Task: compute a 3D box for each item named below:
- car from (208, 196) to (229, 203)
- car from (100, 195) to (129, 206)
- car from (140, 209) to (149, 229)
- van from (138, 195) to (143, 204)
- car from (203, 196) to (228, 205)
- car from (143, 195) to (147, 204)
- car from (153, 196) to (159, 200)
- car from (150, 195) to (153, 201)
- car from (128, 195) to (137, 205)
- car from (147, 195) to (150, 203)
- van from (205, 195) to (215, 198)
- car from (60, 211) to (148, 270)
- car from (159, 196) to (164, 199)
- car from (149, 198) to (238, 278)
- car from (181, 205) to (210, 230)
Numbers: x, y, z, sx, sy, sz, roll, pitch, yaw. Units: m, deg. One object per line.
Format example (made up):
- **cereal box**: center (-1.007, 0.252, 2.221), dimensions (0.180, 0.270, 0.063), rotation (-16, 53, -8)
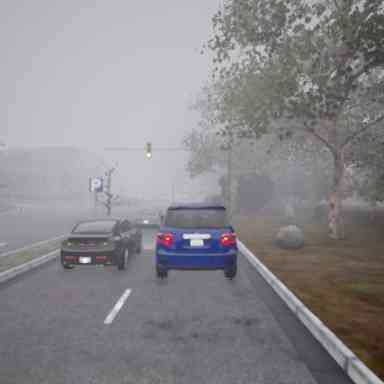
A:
- **car**: center (6.481, 1.788, 81.101), dimensions (4.553, 1.767, 2.185), rotation (1, -1, -12)
- **car**: center (-14.427, 1.852, 60.842), dimensions (4.792, 1.488, 2.163), rotation (-1, 0, -15)
- **car**: center (-2.758, 1.778, 22.042), dimensions (1.994, 1.385, 4.181), rotation (0, -1, 1)
- **van**: center (-13.221, 1.660, 69.828), dimensions (4.442, 1.987, 1.878), rotation (-1, -1, -14)
- **car**: center (4.685, 1.681, 66.403), dimensions (4.553, 1.767, 2.185), rotation (1, -1, -14)
- **car**: center (-12.992, 1.912, 72.797), dimensions (4.892, 1.521, 2.231), rotation (-1, -1, -14)
- **car**: center (-11.429, 2.046, 84.775), dimensions (4.674, 1.452, 2.002), rotation (-1, 0, -12)
- **car**: center (-12.246, 1.999, 78.793), dimensions (4.674, 1.452, 2.002), rotation (-1, -1, -13)
- **car**: center (-13.782, 1.833, 63.835), dimensions (5.366, 1.575, 1.946), rotation (-1, -1, -15)
- **car**: center (-12.619, 1.975, 75.792), dimensions (4.674, 1.452, 2.002), rotation (-1, 0, -13)
- **van**: center (4.301, 1.558, 63.434), dimensions (4.442, 1.987, 1.878), rotation (1, 0, -14)
- **car**: center (-2.869, 1.614, 11.389), dimensions (1.837, 1.490, 4.892), rotation (0, -1, 0)
- **car**: center (-10.978, 1.778, 87.783), dimensions (5.566, 2.045, 2.435), rotation (-1, -1, -12)
- **car**: center (0.127, 1.325, 10.625), dimensions (2.150, 2.045, 5.566), rotation (0, 0, 0)
- **car**: center (0.210, 1.738, 24.069), dimensions (1.837, 1.490, 4.892), rotation (0, 0, 0)
